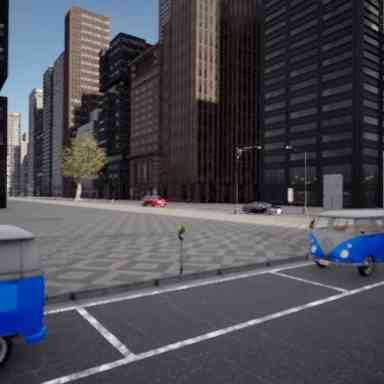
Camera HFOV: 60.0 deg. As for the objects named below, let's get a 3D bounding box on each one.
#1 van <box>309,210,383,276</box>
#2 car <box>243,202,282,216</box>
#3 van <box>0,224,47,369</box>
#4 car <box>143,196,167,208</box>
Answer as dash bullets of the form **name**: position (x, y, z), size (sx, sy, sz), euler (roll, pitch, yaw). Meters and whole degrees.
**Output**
- **van**: position (5.400, 1.468, 10.492), size (3.998, 1.788, 1.690), euler (1, -1, -35)
- **car**: position (7.834, 1.894, 37.204), size (2.128, 1.511, 4.902), euler (1, -1, -36)
- **van**: position (-3.849, 1.329, 3.907), size (3.998, 1.788, 1.690), euler (1, -1, -35)
- **car**: position (-6.428, 1.692, 57.209), size (2.150, 2.045, 5.566), euler (1, -1, -35)
